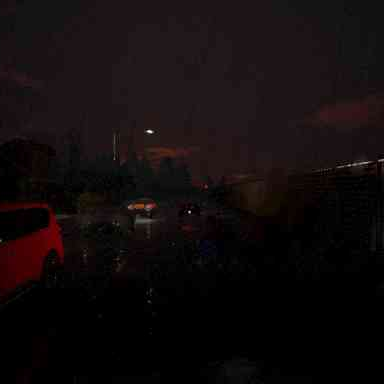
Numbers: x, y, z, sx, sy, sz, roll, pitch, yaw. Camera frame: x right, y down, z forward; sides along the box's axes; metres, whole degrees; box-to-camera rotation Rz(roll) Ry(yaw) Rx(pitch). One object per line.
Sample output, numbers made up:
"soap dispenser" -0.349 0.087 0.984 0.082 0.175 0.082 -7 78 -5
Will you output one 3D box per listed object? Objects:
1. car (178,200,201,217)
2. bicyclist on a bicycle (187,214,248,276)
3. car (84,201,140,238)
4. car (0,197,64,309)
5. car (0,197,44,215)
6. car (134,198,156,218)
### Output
"car" -0.238 1.499 31.066 1.837 1.490 4.892 0 0 -1
"bicyclist on a bicycle" 0.665 1.421 8.847 1.656 1.620 0.582 -1 0 1
"car" -4.282 1.475 17.907 1.882 1.535 5.008 0 0 -1
"car" -4.151 1.220 5.857 2.150 2.045 5.566 0 0 -1
"car" -14.869 1.171 28.344 3.633 1.501 1.845 0 0 -3
"car" -4.387 1.348 29.428 2.097 1.767 4.553 0 0 0
